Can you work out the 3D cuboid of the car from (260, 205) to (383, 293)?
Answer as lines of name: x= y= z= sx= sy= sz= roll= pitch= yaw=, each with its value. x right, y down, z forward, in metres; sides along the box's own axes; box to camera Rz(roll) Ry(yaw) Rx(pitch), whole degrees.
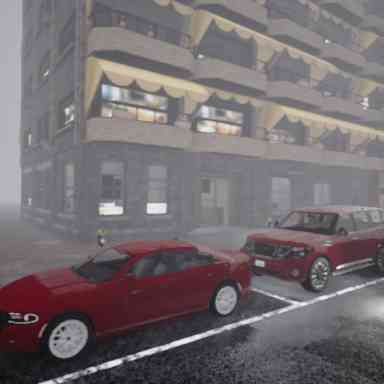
car: x=3.621 y=1.330 z=9.127 sx=5.009 sy=1.841 sz=2.192 roll=0 pitch=1 yaw=-36

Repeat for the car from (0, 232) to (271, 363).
car: x=-0.913 y=1.550 z=5.896 sx=4.507 sy=1.381 sz=1.887 roll=0 pitch=1 yaw=-35
